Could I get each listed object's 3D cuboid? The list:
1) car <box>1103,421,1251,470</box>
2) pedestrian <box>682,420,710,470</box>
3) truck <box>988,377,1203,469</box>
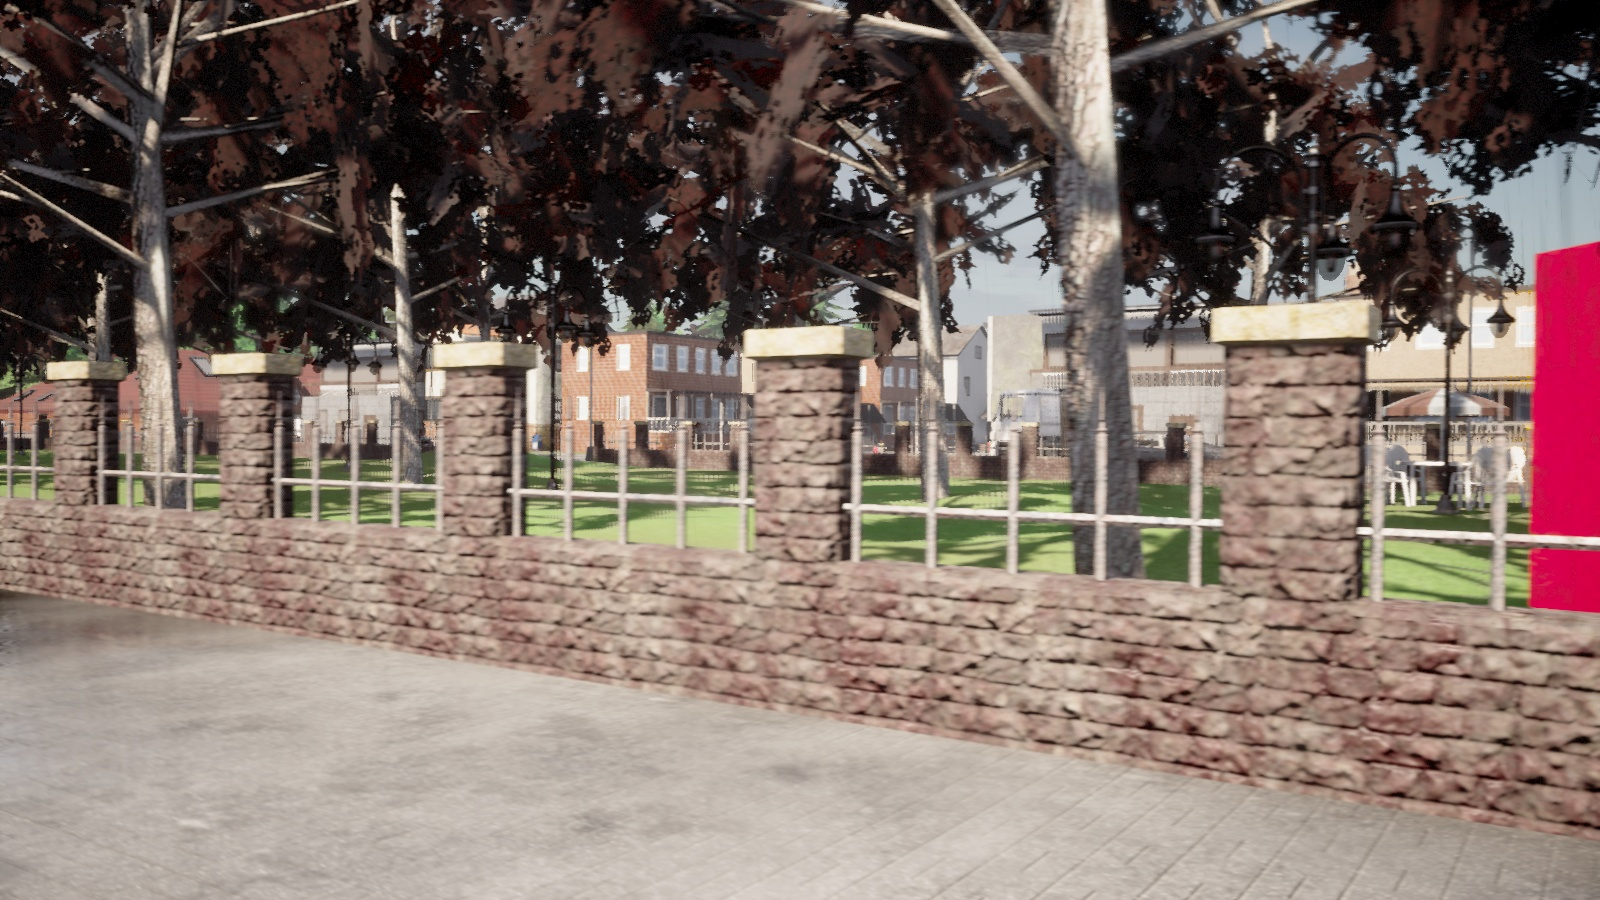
[{"bbox_3d":[13.444,-0.158,44.830,4.611,1.667,2.242,0,1,34],"label":"car"},{"bbox_3d":[-4.130,-0.205,50.092,0.873,1.952,0.659,0,1,34],"label":"pedestrian"},{"bbox_3d":[11.843,-1.050,50.686,7.936,3.462,2.891,0,1,34],"label":"truck"}]
